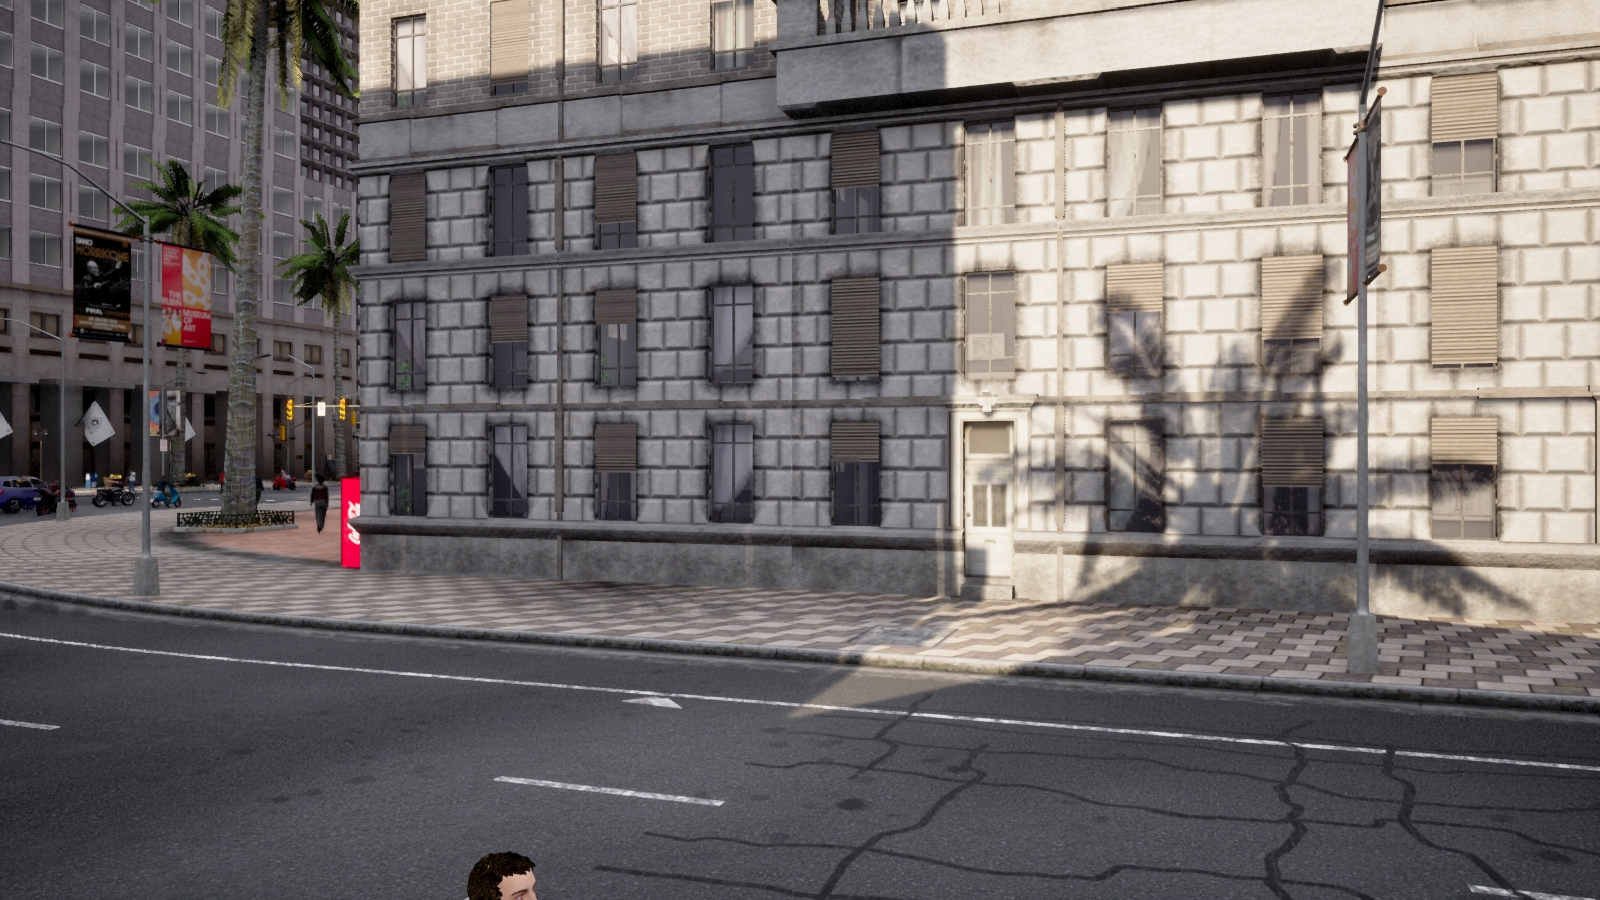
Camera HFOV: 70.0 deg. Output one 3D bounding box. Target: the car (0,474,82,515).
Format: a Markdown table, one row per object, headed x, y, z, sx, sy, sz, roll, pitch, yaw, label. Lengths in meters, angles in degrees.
| x | y | z | sx | sy | sz | roll | pitch | yaw | label |
| --- | --- | --- | --- | --- | --- | --- | --- | --- | --- |
| -35.215 | 1.968 | 51.598 | 2.242 | 1.667 | 4.611 | 0 | 0 | 9 | car |

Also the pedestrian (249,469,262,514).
| x | y | z | sx | sy | sz | roll | pitch | yaw | label |
| --- | --- | --- | --- | --- | --- | --- | --- | --- | --- |
| -22.415 | 1.696 | 47.022 | 0.375 | 1.860 | 0.375 | 0 | 0 | -2 | pedestrian |

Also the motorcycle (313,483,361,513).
| x | y | z | sx | sy | sz | roll | pitch | yaw | label |
| --- | --- | --- | --- | --- | --- | --- | --- | --- | --- |
| -21.134 | 2.170 | 52.239 | 0.764 | 1.277 | 2.356 | 0 | 0 | 16 | motorcycle |

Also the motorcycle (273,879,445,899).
| x | y | z | sx | sy | sz | roll | pitch | yaw | label |
| --- | --- | --- | --- | --- | --- | --- | --- | --- | --- |
| -1.030 | 2.213 | 3.640 | 2.033 | 1.145 | 0.803 | 0 | 0 | 20 | motorcycle |

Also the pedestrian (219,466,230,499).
| x | y | z | sx | sy | sz | roll | pitch | yaw | label |
| --- | --- | --- | --- | --- | --- | --- | --- | --- | --- |
| -32.944 | 1.849 | 65.411 | 0.375 | 1.860 | 0.375 | 0 | 0 | 16 | pedestrian |

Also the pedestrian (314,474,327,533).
| x | y | z | sx | sy | sz | roll | pitch | yaw | label |
| --- | --- | --- | --- | --- | --- | --- | --- | --- | --- |
| -15.196 | 1.696 | 36.221 | 0.375 | 1.860 | 0.375 | 0 | 0 | -20 | pedestrian |

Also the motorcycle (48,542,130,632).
| x | y | z | sx | sy | sz | roll | pitch | yaw | label |
| --- | --- | --- | --- | --- | --- | --- | --- | --- | --- |
| -11.573 | 2.182 | 18.572 | 0.856 | 1.236 | 1.805 | 0 | 0 | -41 | motorcycle |

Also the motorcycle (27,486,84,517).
| x | y | z | sx | sy | sz | roll | pitch | yaw | label |
| --- | --- | --- | --- | --- | --- | --- | --- | --- | --- |
| -32.096 | 2.205 | 49.310 | 0.867 | 1.251 | 2.209 | 0 | 0 | 6 | motorcycle |

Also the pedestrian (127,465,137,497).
| x | y | z | sx | sy | sz | roll | pitch | yaw | label |
| --- | --- | --- | --- | --- | --- | --- | --- | --- | --- |
| -39.758 | 1.849 | 68.020 | 0.375 | 1.860 | 0.375 | 0 | 0 | 11 | pedestrian |
